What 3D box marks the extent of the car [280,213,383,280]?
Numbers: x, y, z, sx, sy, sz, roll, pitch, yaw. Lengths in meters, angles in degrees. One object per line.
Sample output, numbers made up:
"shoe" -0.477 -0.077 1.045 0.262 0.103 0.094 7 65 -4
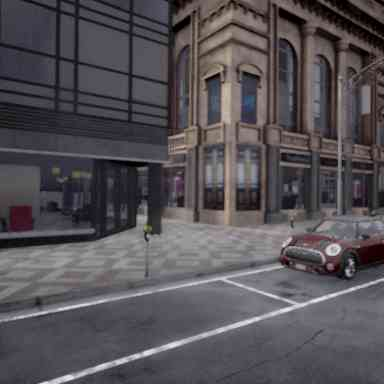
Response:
"car" 4.524 1.468 9.974 4.097 1.590 1.967 0 0 -35
